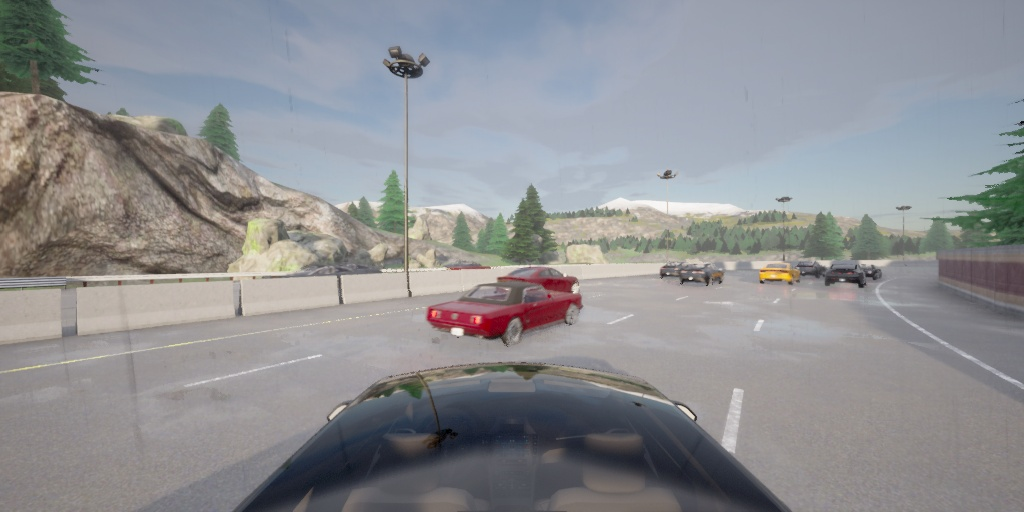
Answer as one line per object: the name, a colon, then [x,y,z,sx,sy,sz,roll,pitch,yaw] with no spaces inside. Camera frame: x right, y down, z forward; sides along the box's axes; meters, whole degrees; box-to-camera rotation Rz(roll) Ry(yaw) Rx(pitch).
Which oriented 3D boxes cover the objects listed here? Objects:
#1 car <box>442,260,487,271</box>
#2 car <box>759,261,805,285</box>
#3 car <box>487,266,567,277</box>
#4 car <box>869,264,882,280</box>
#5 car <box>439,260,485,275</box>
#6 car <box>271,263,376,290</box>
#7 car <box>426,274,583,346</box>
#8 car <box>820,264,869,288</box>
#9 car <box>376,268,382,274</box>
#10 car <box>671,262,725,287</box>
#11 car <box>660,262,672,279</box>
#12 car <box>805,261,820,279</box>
car: [-4.541,1.351,37.022,1.895,1.301,4.718,0,0,43]
car: [19.726,1.228,26.350,5.008,1.535,1.882,0,0,-44]
car: [1.334,1.227,16.810,1.882,1.535,5.008,0,0,39]
car: [30.405,1.351,30.974,4.718,1.301,1.895,0,0,-39]
car: [-5.669,1.241,40.885,2.128,1.511,4.902,0,0,44]
car: [-10.257,1.241,19.272,2.128,1.511,4.902,0,0,37]
car: [0.127,1.351,9.554,1.895,1.301,4.718,0,0,36]
car: [22.472,1.255,24.133,4.892,1.490,1.837,0,0,-43]
car: [-11.105,1.241,23.934,2.128,1.511,4.902,0,0,38]
car: [13.287,1.242,24.964,2.128,1.511,4.902,0,0,44]
car: [14.601,1.241,31.155,4.902,1.511,2.128,0,0,-44]
car: [27.658,1.241,33.234,4.902,1.511,2.128,0,0,-39]
